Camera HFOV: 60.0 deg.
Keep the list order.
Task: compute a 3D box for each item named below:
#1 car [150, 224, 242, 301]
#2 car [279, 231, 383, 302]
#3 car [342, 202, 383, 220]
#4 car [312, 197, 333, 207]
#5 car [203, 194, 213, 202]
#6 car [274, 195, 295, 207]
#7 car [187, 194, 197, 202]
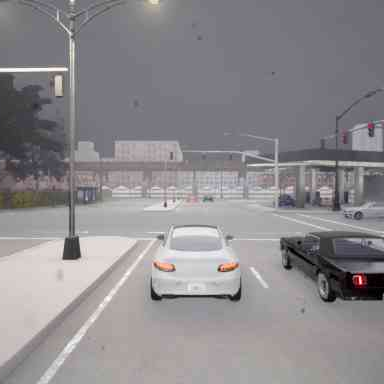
[{"bbox_3d":[0.082,1.517,8.194,1.812,1.442,4.674,0,0,0],"label":"car"},{"bbox_3d":[3.587,1.599,8.178,1.895,1.301,4.718,0,0,0],"label":"car"},{"bbox_3d":[14.887,1.523,27.554,4.674,1.442,1.812,0,0,-1],"label":"car"},{"bbox_3d":[18.955,1.434,48.500,1.970,1.475,3.806,0,0,0],"label":"car"},{"bbox_3d":[3.499,1.257,72.381,2.097,1.767,4.553,0,0,0],"label":"car"},{"bbox_3d":[13.210,1.262,47.737,2.242,1.667,4.611,0,0,0],"label":"car"},{"bbox_3d":[-0.001,1.250,72.381,2.097,1.767,4.553,0,0,0],"label":"car"}]
